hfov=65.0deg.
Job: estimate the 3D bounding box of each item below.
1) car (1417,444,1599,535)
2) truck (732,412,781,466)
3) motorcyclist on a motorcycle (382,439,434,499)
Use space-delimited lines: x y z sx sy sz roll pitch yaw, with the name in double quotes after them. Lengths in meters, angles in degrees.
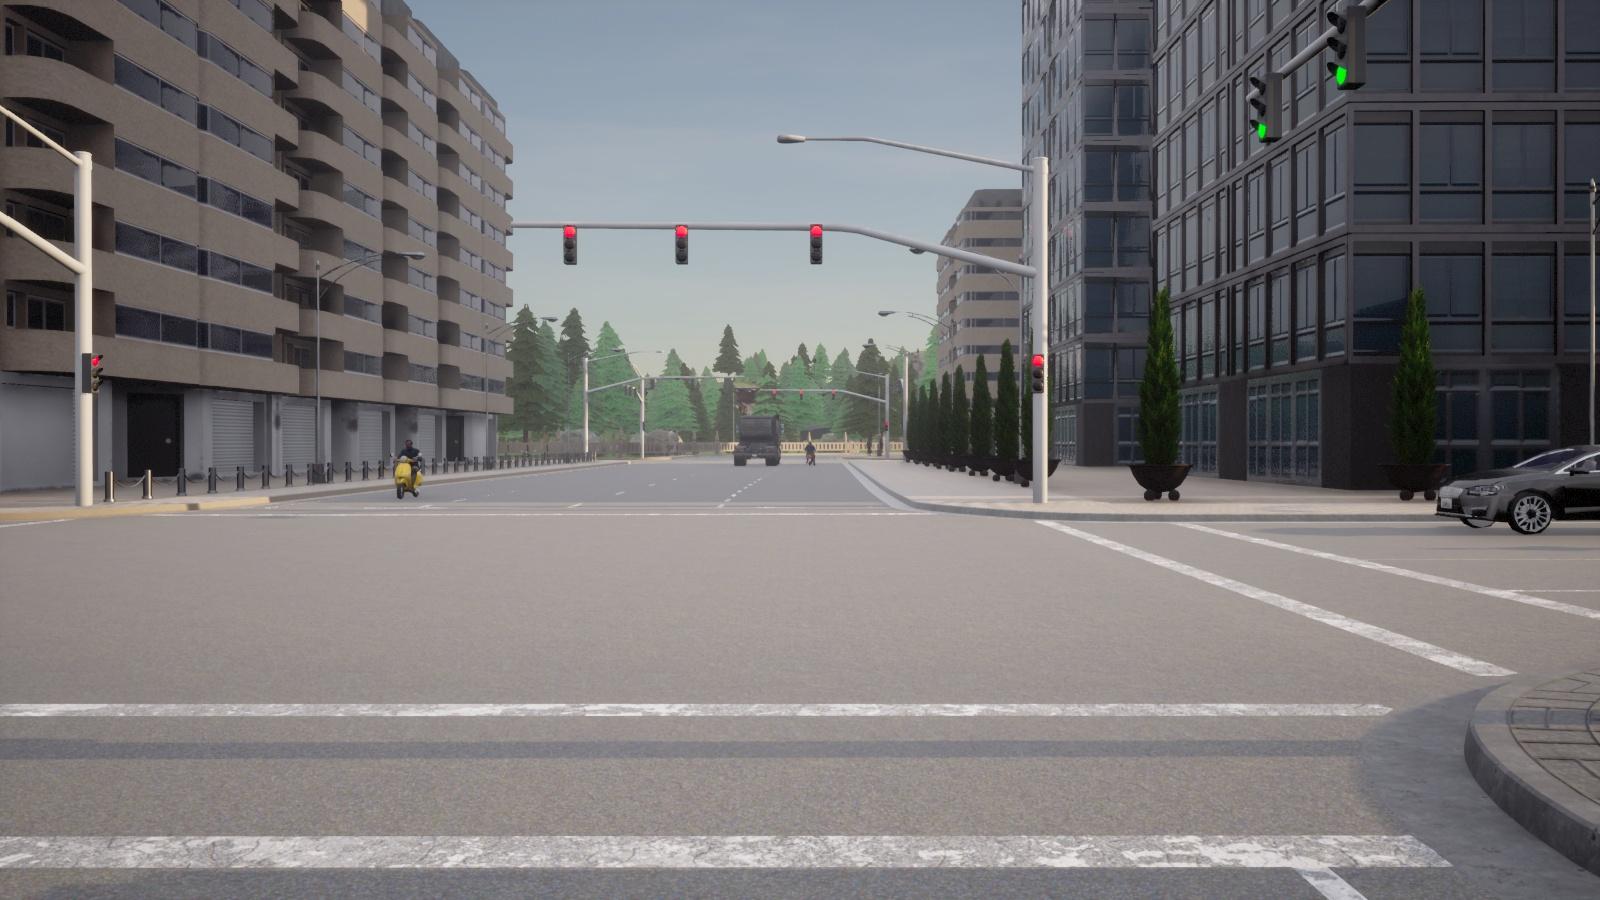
13.678 0.646 21.788 4.902 1.511 2.128 0 0 1 "car"
-2.822 -0.710 83.605 2.891 3.462 7.936 0 0 1 "truck"
-10.623 0.499 34.094 0.866 1.590 1.817 0 0 0 "motorcyclist on a motorcycle"
